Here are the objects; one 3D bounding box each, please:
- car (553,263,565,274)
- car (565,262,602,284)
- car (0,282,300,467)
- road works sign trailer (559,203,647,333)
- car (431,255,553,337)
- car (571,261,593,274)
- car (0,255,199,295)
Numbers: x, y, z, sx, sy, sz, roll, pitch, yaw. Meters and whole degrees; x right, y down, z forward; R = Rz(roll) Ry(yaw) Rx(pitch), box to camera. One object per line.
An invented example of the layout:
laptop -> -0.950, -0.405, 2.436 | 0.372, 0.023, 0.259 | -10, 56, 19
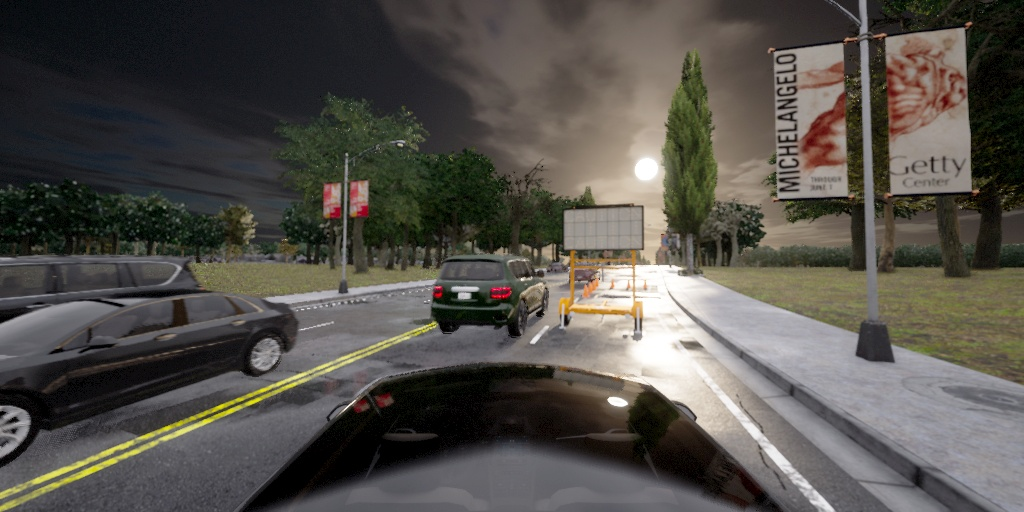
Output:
car -> 5.854, 1.539, 46.292 | 1.994, 1.385, 4.181 | -1, 0, 22
car -> 5.790, 1.373, 28.133 | 1.812, 1.442, 4.674 | -1, 0, 22
car -> -5.365, 1.275, 4.932 | 1.837, 1.490, 4.892 | 0, 0, 13
road works sign trailer -> 2.802, 0.241, 11.029 | 2.380, 3.560, 2.880 | 0, 0, 19
car -> -0.361, 1.008, 10.721 | 2.150, 2.045, 5.566 | 0, 0, 15
car -> 8.800, 1.452, 44.911 | 1.837, 1.490, 4.892 | -1, 0, 22
car -> -8.475, 1.001, 6.035 | 2.150, 2.045, 5.566 | 0, 0, 13
